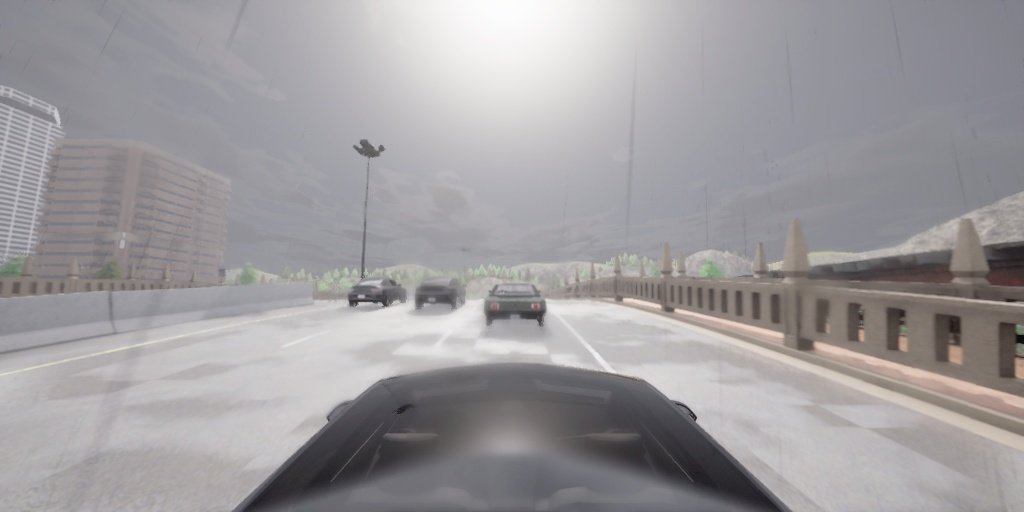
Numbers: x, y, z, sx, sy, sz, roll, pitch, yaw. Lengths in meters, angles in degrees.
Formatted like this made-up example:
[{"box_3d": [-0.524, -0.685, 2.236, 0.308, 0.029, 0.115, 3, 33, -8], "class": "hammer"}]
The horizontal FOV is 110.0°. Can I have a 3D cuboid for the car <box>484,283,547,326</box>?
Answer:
[{"box_3d": [0.101, 1.590, 12.651, 1.895, 1.301, 4.718, 0, -3, 0], "class": "car"}]

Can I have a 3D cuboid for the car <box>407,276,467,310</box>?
[{"box_3d": [-3.398, 1.765, 17.655, 1.837, 1.490, 4.892, 0, -4, 0], "class": "car"}]

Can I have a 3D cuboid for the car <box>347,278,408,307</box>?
[{"box_3d": [-6.898, 1.860, 18.733, 1.812, 1.442, 4.674, 0, -4, 0], "class": "car"}]
